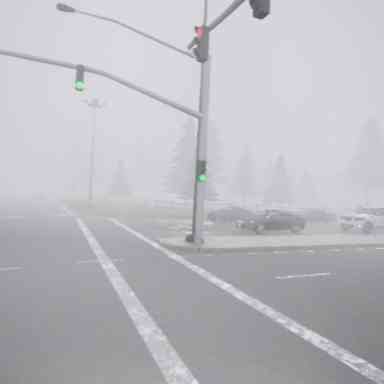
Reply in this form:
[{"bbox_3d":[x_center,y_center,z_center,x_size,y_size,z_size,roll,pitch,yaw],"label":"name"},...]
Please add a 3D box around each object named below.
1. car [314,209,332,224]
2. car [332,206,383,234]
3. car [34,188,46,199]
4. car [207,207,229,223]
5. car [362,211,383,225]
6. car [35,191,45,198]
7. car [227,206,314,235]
[{"bbox_3d":[11.711,2.358,32.646,5.357,1.411,2.033,3,0,-26],"label":"car"},{"bbox_3d":[14.045,2.099,25.994,5.566,2.045,2.150,3,0,-26],"label":"car"},{"bbox_3d":[-29.388,0.530,64.214,1.812,1.442,4.674,3,0,-25],"label":"car"},{"bbox_3d":[3.426,1.937,28.639,4.181,1.385,1.994,3,0,-26],"label":"car"},{"bbox_3d":[21.490,2.890,37.365,4.181,1.385,1.994,3,0,-26],"label":"car"},{"bbox_3d":[-33.553,0.460,73.196,1.895,1.301,4.718,3,0,-25],"label":"car"},{"bbox_3d":[5.158,1.901,21.699,4.902,1.511,2.128,3,0,-26],"label":"car"}]
